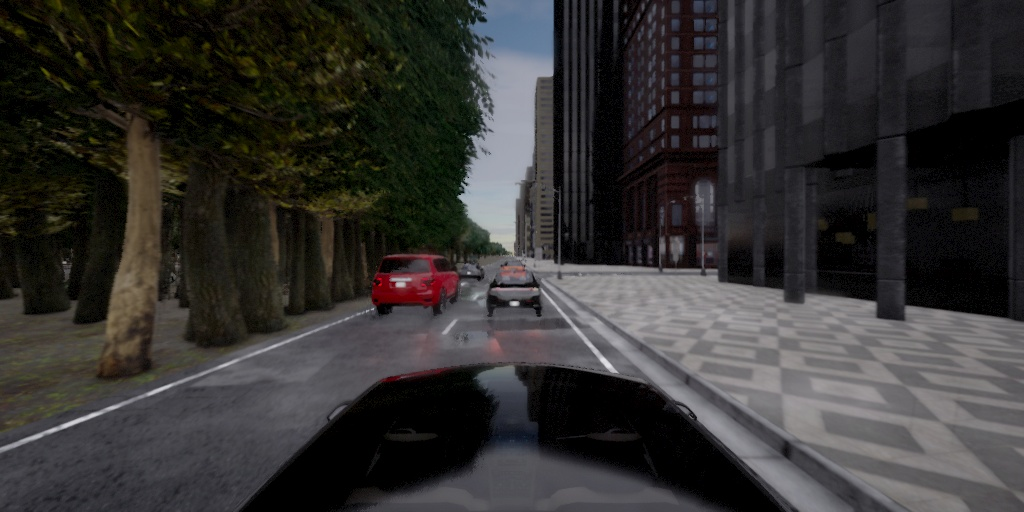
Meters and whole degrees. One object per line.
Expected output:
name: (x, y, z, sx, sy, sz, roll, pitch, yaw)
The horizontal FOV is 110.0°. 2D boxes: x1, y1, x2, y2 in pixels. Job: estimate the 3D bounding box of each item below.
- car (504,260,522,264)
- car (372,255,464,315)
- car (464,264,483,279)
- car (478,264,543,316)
car: (0.099, 1.114, 29.681, 2.097, 1.767, 4.553, 0, 0, 0)
car: (-3.403, 0.972, 13.665, 2.150, 2.045, 5.566, 0, 0, 0)
car: (-3.401, 1.326, 30.370, 1.994, 1.385, 4.181, 0, 0, 0)
car: (0.093, 1.244, 13.426, 2.128, 1.511, 4.902, 0, 0, 0)
